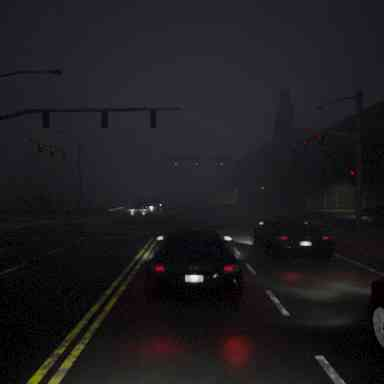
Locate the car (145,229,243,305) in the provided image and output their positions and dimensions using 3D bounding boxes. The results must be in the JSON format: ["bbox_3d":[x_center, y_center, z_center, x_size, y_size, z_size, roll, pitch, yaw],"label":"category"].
[{"bbox_3d":[0.045,1.581,8.190,1.994,1.385,4.181,0,0,0],"label":"car"}]

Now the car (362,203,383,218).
[{"bbox_3d":[18.679,1.610,30.772,5.357,1.411,2.033,0,0,0],"label":"car"}]

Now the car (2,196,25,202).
[{"bbox_3d":[-39.038,1.513,72.749,3.905,1.438,1.784,0,0,0],"label":"car"}]

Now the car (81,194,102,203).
[{"bbox_3d":[-21.578,1.299,69.898,3.866,1.878,1.905,0,0,0],"label":"car"}]

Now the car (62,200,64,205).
[{"bbox_3d":[-21.514,1.259,50.274,3.866,1.878,1.905,0,0,0],"label":"car"}]

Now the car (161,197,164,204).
[{"bbox_3d":[-6.826,1.663,67.375,1.812,1.442,4.674,0,0,2],"label":"car"}]

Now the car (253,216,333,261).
[{"bbox_3d":[3.540,1.589,12.394,1.994,1.385,4.181,0,0,0],"label":"car"}]

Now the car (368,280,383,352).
[{"bbox_3d":[3.596,1.484,3.027,1.882,1.535,5.008,0,0,0],"label":"car"}]

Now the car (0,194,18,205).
[{"bbox_3d":[-39.098,1.297,69.853,4.605,1.855,1.932,0,0,0],"label":"car"}]

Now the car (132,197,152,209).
[{"bbox_3d":[-7.314,1.575,47.716,1.882,1.535,5.008,0,0,1],"label":"car"}]

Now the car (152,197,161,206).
[{"bbox_3d":[-7.131,1.608,57.267,2.128,1.511,4.902,0,0,2],"label":"car"}]

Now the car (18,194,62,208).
[{"bbox_3d":[-21.564,1.250,47.380,4.605,1.855,1.932,0,0,0],"label":"car"}]
